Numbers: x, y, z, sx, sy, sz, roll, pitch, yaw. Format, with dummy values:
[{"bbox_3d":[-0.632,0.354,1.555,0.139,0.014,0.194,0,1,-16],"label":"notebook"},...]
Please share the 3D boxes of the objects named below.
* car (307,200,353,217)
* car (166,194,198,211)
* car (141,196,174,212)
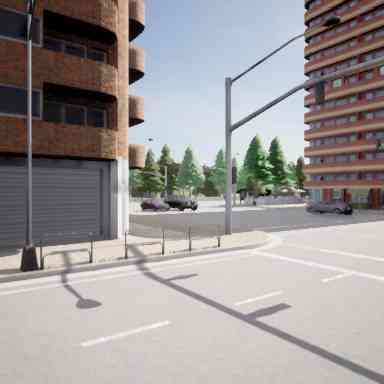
[{"bbox_3d":[13.261,1.494,32.158,1.994,1.385,4.181,0,0,-35],"label":"car"},{"bbox_3d":[-1.495,1.324,40.936,2.150,2.045,5.566,0,0,-35],"label":"car"},{"bbox_3d":[-4.372,1.565,38.943,1.812,1.442,4.674,0,0,-35],"label":"car"}]
